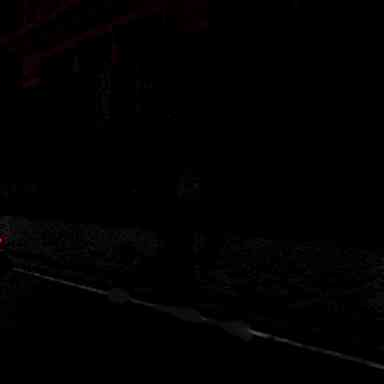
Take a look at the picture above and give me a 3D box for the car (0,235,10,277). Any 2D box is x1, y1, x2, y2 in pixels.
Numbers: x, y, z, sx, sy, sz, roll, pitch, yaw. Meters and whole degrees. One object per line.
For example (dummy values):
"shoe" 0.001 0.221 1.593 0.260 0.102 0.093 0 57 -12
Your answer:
"car" -6.903 1.352 8.910 4.553 1.767 2.097 0 0 36
